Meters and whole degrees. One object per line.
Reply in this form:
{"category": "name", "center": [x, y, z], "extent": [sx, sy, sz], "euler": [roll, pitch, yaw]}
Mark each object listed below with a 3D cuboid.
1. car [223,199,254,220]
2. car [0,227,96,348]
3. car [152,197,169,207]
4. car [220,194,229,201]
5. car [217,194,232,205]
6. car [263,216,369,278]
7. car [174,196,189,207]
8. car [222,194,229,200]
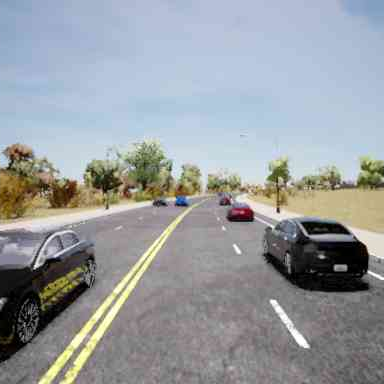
{"category": "car", "center": [3.942, 1.535, 27.599], "extent": [1.994, 1.385, 4.181], "euler": [0, 0, 2]}
{"category": "car", "center": [-3.294, 1.486, 6.393], "extent": [2.128, 1.511, 4.902], "euler": [0, 0, 1]}
{"category": "car", "center": [-4.727, 1.485, 50.275], "extent": [1.994, 1.385, 4.181], "euler": [0, 0, 5]}
{"category": "car", "center": [7.496, 1.301, 76.567], "extent": [2.128, 1.511, 4.902], "euler": [0, 0, 6]}
{"category": "car", "center": [5.438, 1.425, 54.813], "extent": [1.812, 1.442, 4.674], "euler": [0, 0, 5]}
{"category": "car", "center": [3.452, 1.500, 10.075], "extent": [1.837, 1.490, 4.892], "euler": [0, 0, 1]}
{"category": "car", "center": [-1.497, 1.397, 49.925], "extent": [1.882, 1.535, 5.008], "euler": [0, 0, 5]}
{"category": "car", "center": [8.778, 1.259, 87.418], "extent": [1.837, 1.490, 4.892], "euler": [0, 0, 7]}
